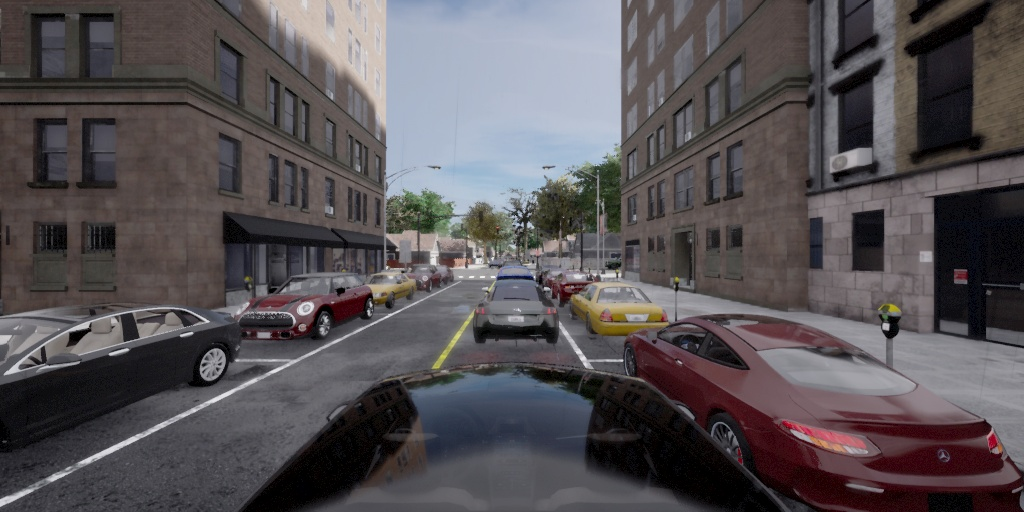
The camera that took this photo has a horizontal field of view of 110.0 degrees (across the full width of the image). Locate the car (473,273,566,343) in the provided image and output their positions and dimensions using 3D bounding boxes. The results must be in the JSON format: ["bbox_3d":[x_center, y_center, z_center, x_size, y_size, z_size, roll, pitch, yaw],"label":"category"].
[{"bbox_3d":[0.110,1.316,9.660,1.994,1.385,4.181,0,0,1],"label":"car"}]

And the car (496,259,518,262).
[{"bbox_3d":[0.069,1.114,27.878,2.097,1.767,4.553,0,0,0],"label":"car"}]

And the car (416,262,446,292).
[{"bbox_3d":[-5.340,1.198,20.800,1.967,1.591,4.097,0,0,0],"label":"car"}]

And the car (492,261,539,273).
[{"bbox_3d":[0.122,1.235,18.653,1.882,1.535,5.008,0,0,-1],"label":"car"}]

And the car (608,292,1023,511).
[{"bbox_3d":[2.641,1.332,4.225,1.802,1.307,4.207,0,0,0],"label":"car"}]

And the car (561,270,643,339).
[{"bbox_3d":[2.656,1.278,9.914,1.751,1.417,4.829,0,0,0],"label":"car"}]

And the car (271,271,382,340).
[{"bbox_3d":[-5.369,1.192,9.762,1.967,1.591,4.097,0,0,0],"label":"car"}]

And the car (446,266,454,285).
[{"bbox_3d":[-5.325,1.343,26.319,1.802,1.307,4.207,0,0,0],"label":"car"}]

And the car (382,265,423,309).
[{"bbox_3d":[-5.355,1.280,15.111,1.751,1.417,4.829,0,0,0],"label":"car"}]

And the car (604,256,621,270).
[{"bbox_3d":[15.607,0.895,49.239,5.566,2.045,2.150,0,0,0],"label":"car"}]

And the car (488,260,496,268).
[{"bbox_3d":[-2.936,1.347,60.373,2.033,1.411,5.357,0,0,0],"label":"car"}]

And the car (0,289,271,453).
[{"bbox_3d":[-5.384,1.301,4.243,2.007,1.370,4.403,0,0,0],"label":"car"}]

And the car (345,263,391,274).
[{"bbox_3d":[-17.091,1.467,42.640,4.718,1.301,1.895,0,0,-2],"label":"car"}]

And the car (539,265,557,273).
[{"bbox_3d":[2.685,1.340,20.780,1.802,1.307,4.207,0,0,0],"label":"car"}]

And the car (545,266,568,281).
[{"bbox_3d":[2.671,1.300,15.262,1.888,1.381,4.507,0,0,0],"label":"car"}]
